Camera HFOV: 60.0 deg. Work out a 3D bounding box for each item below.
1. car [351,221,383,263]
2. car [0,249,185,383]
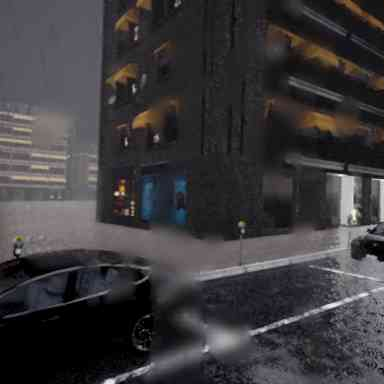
[{"bbox_3d":[7.125,1.603,11.152,4.313,1.339,1.947,0,2,-35],"label":"car"},{"bbox_3d":[-2.098,1.569,4.571,4.313,1.339,1.947,0,2,-35],"label":"car"}]
